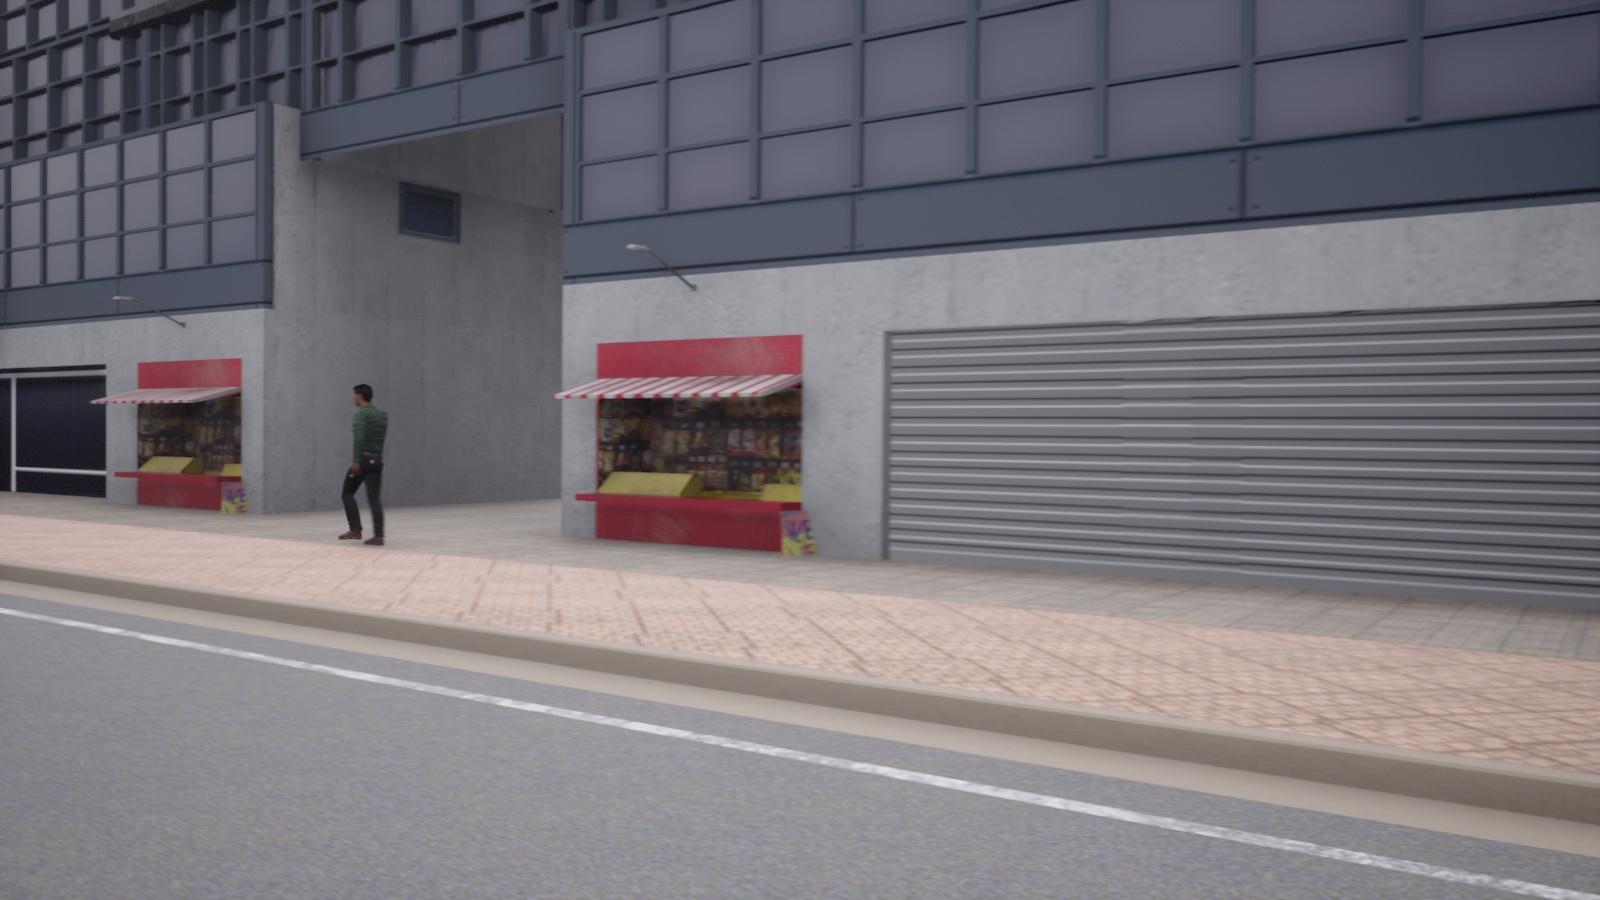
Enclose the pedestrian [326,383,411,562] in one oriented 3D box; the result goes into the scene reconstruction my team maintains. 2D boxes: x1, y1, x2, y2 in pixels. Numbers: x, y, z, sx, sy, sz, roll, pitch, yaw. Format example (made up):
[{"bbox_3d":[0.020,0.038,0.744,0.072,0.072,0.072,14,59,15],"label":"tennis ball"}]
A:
[{"bbox_3d":[-4.817,0.243,14.022,0.788,1.949,0.423,0,1,23],"label":"pedestrian"}]
